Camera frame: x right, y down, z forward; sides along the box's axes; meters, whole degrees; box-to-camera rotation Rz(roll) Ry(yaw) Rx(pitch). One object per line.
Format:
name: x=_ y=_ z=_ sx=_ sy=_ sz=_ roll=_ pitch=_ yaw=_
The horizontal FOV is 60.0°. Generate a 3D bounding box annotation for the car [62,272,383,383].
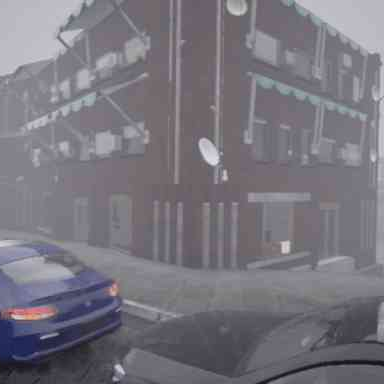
car: x=1.402 y=1.517 z=2.268 sx=4.674 sy=1.452 sz=2.002 roll=0 pitch=0 yaw=36

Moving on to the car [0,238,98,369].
car: x=-3.157 y=1.504 z=5.420 sx=4.674 sy=1.452 sz=2.002 roll=0 pitch=0 yaw=34
